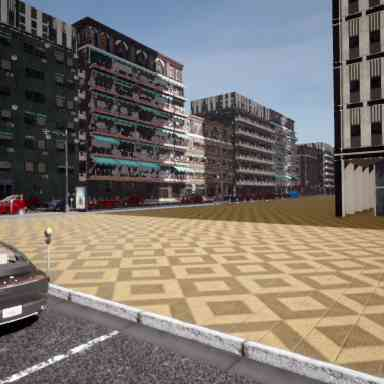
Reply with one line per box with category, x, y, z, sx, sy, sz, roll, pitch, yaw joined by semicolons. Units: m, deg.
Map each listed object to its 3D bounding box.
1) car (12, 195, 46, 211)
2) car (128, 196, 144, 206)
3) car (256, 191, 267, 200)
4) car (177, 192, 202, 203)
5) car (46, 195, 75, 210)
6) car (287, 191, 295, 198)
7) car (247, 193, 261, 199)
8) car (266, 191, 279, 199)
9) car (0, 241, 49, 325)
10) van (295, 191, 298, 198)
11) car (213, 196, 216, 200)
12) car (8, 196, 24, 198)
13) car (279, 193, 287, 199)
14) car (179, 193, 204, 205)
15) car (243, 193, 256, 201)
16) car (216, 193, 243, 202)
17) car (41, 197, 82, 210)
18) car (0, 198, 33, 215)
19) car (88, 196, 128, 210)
car;-19.651;1.228;37.435;2.192;1.841;5.009;-1;0;36
car;-8.910;1.288;47.751;1.812;1.442;4.674;-1;0;36
car;13.177;1.046;68.224;1.802;1.307;4.206;-1;0;36
car;-0.346;1.006;59.377;2.097;1.767;4.553;-1;0;36
car;-14.714;1.189;39.819;2.097;1.767;4.553;-1;0;36
car;22.948;0.932;81.623;1.802;1.307;4.206;-1;0;36
car;16.178;1.040;86.562;1.947;1.339;4.313;-1;0;36
car;16.431;0.740;72.690;2.192;1.841;5.009;-1;0;36
car;-4.447;1.553;6.247;4.403;1.369;2.008;0;-1;36
van;26.202;0.654;86.089;1.690;1.788;3.998;-1;0;36
car;6.406;1.028;73.163;1.967;1.590;4.097;-1;0;36
car;-19.978;1.453;32.601;2.033;1.411;5.357;-1;0;36
car;19.690;0.938;77.156;2.008;1.369;4.403;-1;0;36
car;0.148;1.062;50.360;1.967;1.590;4.097;-1;0;36
car;9.920;1.048;63.759;1.887;1.381;4.507;-1;0;36
car;6.663;1.093;59.293;2.008;1.369;4.403;-1;0;36
car;-16.391;1.415;41.902;1.887;1.381;4.507;-1;0;36
car;-16.135;1.413;28.030;1.802;1.307;4.206;-1;0;36
car;-9.623;1.186;36.962;1.967;1.590;4.097;-1;0;36
